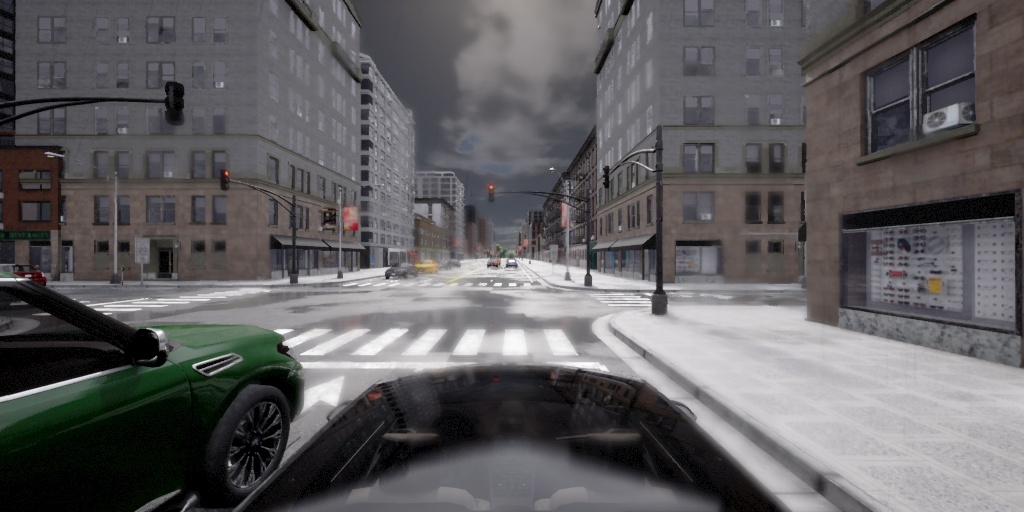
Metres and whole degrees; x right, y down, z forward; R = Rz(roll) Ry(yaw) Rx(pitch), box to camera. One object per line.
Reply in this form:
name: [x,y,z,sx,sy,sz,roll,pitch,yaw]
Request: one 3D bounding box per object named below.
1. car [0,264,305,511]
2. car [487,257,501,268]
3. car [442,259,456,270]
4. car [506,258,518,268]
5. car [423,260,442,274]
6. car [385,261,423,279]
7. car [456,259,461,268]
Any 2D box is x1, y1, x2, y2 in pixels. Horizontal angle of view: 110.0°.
car: [-3.148,0.971,1.216,2.150,2.045,5.566,0,0,0]
car: [-3.303,1.349,61.876,1.895,1.301,4.718,0,0,0]
car: [-9.885,1.242,51.437,2.128,1.511,4.902,0,0,0]
car: [-0.053,1.312,61.849,1.994,1.385,4.181,0,0,0]
car: [-9.879,1.230,41.624,1.882,1.535,5.008,0,0,0]
car: [-9.872,1.279,32.428,1.812,1.442,4.674,0,0,2]
car: [-9.853,1.273,61.455,1.812,1.442,4.674,0,0,0]
